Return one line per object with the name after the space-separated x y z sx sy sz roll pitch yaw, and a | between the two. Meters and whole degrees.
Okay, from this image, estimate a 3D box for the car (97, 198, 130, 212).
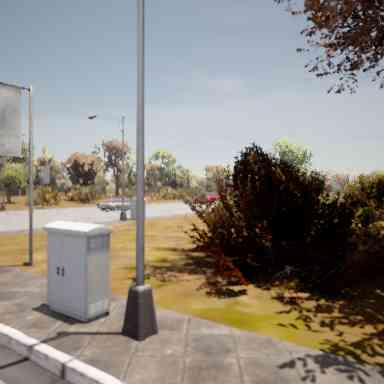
-8.403 1.490 38.116 1.895 1.301 4.718 0 0 32 | car

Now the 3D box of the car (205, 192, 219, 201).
3.195 1.089 56.197 2.150 2.045 5.566 0 0 33 | car

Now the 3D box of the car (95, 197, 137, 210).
-9.653 1.422 42.680 2.033 1.411 5.357 0 0 32 | car
